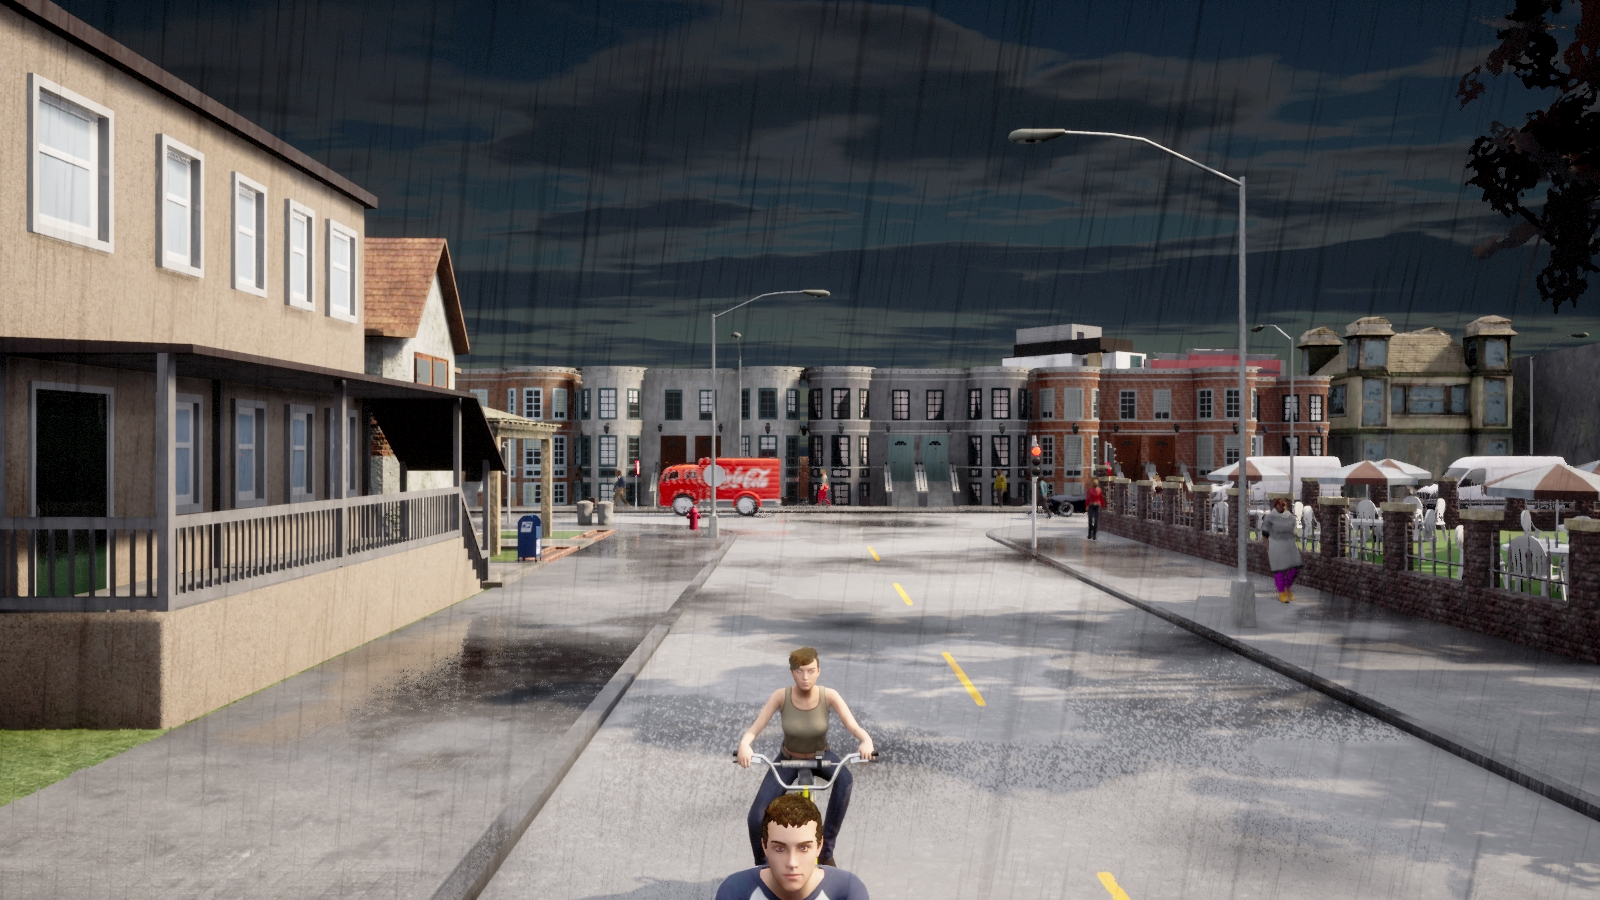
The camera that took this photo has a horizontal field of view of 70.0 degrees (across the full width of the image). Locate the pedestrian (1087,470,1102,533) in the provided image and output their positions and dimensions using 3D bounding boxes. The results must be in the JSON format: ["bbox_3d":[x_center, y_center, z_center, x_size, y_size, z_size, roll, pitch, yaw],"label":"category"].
[{"bbox_3d":[8.780,1.530,34.106,0.375,1.860,0.375,0,0,6],"label":"pedestrian"}]

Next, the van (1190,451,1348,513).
[{"bbox_3d":[19.989,1.335,48.880,5.915,2.561,1.988,0,0,0],"label":"van"}]

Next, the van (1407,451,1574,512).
[{"bbox_3d":[29.477,1.334,48.893,5.915,2.561,1.988,0,0,0],"label":"van"}]

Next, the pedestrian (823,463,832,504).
[{"bbox_3d":[1.279,1.547,52.832,0.375,1.860,0.375,0,0,12],"label":"pedestrian"}]

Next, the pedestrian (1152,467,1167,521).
[{"bbox_3d":[12.613,1.534,40.089,0.375,1.860,0.375,0,0,0],"label":"pedestrian"}]

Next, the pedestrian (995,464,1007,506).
[{"bbox_3d":[8.962,1.545,51.048,0.375,1.860,0.375,0,0,-33],"label":"pedestrian"}]

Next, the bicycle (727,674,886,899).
[{"bbox_3d":[0.033,2.040,6.906,0.859,1.080,1.487,0,0,0],"label":"bicycle"}]

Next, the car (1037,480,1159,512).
[{"bbox_3d":[12.712,1.955,48.868,4.718,1.301,1.895,0,0,0],"label":"car"}]

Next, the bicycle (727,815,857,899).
[{"bbox_3d":[-0.022,1.938,3.212,0.373,1.296,1.643,0,0,0],"label":"bicycle"}]

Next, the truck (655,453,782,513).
[{"bbox_3d":[-3.412,1.365,48.838,5.204,2.467,2.627,0,0,1],"label":"truck"}]

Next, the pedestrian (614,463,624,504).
[{"bbox_3d":[-8.317,1.548,52.499,0.375,1.860,0.375,0,0,-23],"label":"pedestrian"}]

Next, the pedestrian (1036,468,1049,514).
[{"bbox_3d":[9.845,1.648,46.451,0.375,1.860,0.375,0,0,41],"label":"pedestrian"}]

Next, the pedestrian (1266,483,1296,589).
[{"bbox_3d":[8.579,1.532,20.383,0.375,1.860,0.375,0,0,2],"label":"pedestrian"}]
